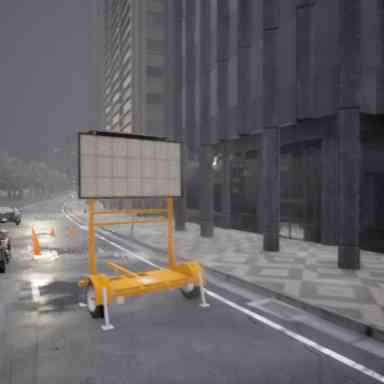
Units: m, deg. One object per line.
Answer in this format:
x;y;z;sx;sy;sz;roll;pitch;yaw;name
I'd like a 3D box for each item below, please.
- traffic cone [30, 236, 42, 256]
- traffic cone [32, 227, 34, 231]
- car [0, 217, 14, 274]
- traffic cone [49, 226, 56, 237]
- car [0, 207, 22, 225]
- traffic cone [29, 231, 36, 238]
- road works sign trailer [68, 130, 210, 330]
-5.991;2.134;12.875;0.340;0.580;0.340;0;-1;-27;traffic cone
-7.814;2.188;16.435;0.340;0.580;0.340;0;-1;-27;traffic cone
-6.974;1.730;10.676;1.994;1.385;4.181;0;-1;-27;car
-7.836;2.212;18.671;0.340;0.580;0.340;0;-1;-27;traffic cone
-14.984;1.935;27.054;1.812;1.442;4.674;0;-1;-25;car
-6.902;2.161;14.655;0.340;0.580;0.340;0;-1;-27;traffic cone
-1.352;0.540;7.348;2.380;3.560;2.880;0;-1;-33;road works sign trailer
